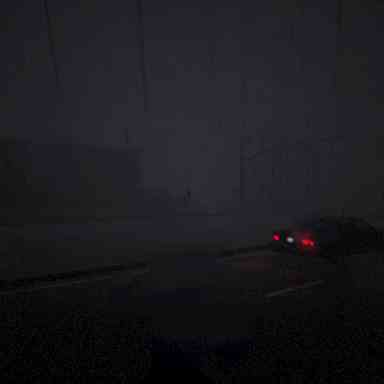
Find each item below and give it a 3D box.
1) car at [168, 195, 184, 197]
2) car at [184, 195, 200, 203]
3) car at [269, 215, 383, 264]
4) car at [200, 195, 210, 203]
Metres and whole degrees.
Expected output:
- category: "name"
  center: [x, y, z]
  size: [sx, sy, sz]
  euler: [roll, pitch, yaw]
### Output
- category: "car"
  center: [-4.252, 1.452, 64.380]
  size: [2.128, 1.511, 4.902]
  euler: [0, 0, -36]
- category: "car"
  center: [-1.237, 1.434, 66.215]
  size: [1.882, 1.535, 5.008]
  euler: [0, 0, -36]
- category: "car"
  center: [5.099, 1.534, 11.732]
  size: [5.357, 1.411, 2.033]
  euler: [0, 0, -35]
- category: "car"
  center: [1.750, 1.430, 68.078]
  size: [1.882, 1.535, 5.008]
  euler: [0, 0, -36]
